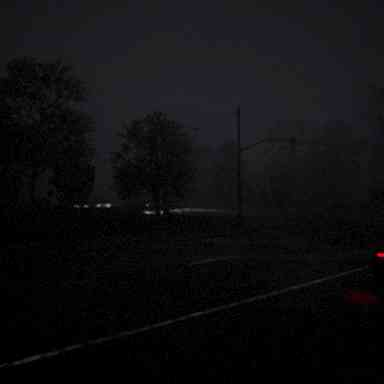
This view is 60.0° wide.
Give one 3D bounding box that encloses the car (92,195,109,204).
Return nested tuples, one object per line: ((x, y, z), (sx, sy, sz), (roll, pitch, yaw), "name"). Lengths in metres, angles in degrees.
((-16.205, 1.291, 57.883), (1.882, 1.535, 5.008), (-1, 0, -39), "car")

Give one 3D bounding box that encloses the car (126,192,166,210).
((-5.804, 0.999, 39.253), (2.150, 2.045, 5.566), (-1, 1, -39), "car")

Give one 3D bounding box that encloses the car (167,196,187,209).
((-2.506, 1.199, 40.743), (2.128, 1.511, 4.902), (-1, 1, -39), "car")

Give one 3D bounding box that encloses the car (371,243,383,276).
((6.703, 1.465, 8.546), (5.357, 1.411, 2.033), (-1, 1, -35), "car")

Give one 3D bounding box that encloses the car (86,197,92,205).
((-19.513, 1.094, 56.419), (2.150, 2.045, 5.566), (-1, 0, -39), "car")
